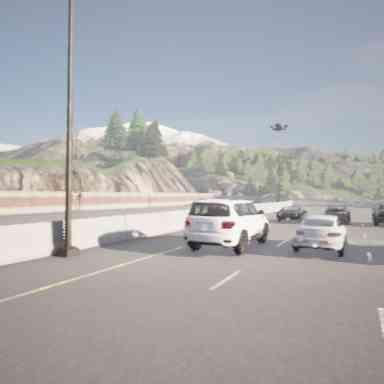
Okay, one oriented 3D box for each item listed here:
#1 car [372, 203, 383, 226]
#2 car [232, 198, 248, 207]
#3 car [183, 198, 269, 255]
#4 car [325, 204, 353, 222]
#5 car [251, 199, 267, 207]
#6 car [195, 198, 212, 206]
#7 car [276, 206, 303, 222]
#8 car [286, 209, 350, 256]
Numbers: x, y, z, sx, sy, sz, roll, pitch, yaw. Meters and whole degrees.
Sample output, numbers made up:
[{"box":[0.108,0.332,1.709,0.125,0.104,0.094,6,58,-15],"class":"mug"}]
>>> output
[{"box":[14.950,1.629,25.279,2.097,1.767,4.553,0,0,27],"class":"car"},{"box":[8.978,1.928,62.159,1.837,1.490,4.892,1,0,22],"class":"car"},{"box":[1.651,1.317,14.158,2.150,2.045,5.566,0,0,27],"class":"car"},{"box":[11.846,1.751,26.899,2.128,1.511,4.902,0,0,27],"class":"car"},{"box":[12.359,2.051,61.147,1.895,1.301,4.718,0,0,22],"class":"car"},{"box":[2.271,1.934,64.150,1.994,1.385,4.181,0,0,23],"class":"car"},{"box":[8.590,1.835,28.216,1.895,1.301,4.718,0,0,27],"class":"car"},{"box":[5.386,1.650,13.796,1.812,1.442,4.674,0,0,27],"class":"car"}]
